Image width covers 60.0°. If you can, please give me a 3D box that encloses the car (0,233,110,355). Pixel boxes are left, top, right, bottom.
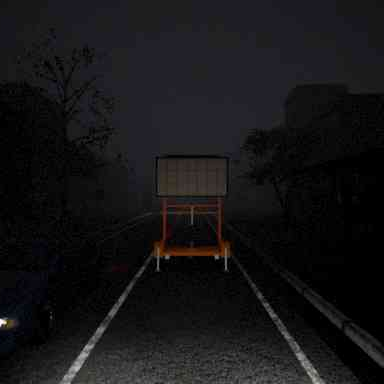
[{"bbox_3d":[-3.098,1.585,6.702,2.033,1.411,5.357,0,-1,0],"label":"car"}]

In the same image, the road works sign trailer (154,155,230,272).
[{"bbox_3d":[0.001,0.565,11.181,2.380,3.560,2.880,0,-1,0],"label":"road works sign trailer"}]

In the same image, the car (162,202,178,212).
[{"bbox_3d":[-2.993,2.157,46.636,1.812,1.442,4.674,0,-1,0],"label":"car"}]
